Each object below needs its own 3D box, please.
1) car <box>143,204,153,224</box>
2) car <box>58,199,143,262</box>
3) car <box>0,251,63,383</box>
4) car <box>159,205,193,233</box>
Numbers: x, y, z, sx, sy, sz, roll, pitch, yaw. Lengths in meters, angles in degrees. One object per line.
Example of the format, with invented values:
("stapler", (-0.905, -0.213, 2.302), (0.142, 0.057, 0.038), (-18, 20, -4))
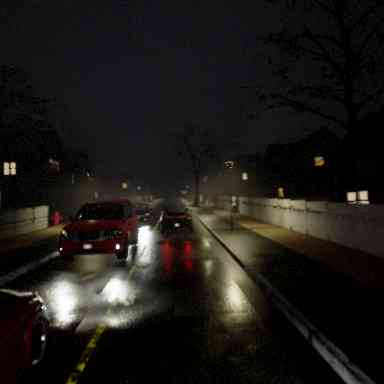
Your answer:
("car", (-4.128, 1.687, 26.486), (2.128, 1.511, 4.902), (-2, 0, -3))
("car", (-3.450, 1.357, 13.312), (2.150, 2.045, 5.566), (-2, 0, -3))
("car", (-2.888, 1.659, 2.938), (1.994, 1.385, 4.181), (-2, 0, -3))
("car", (-0.964, 1.574, 20.401), (2.128, 1.511, 4.902), (-2, 0, -3))
